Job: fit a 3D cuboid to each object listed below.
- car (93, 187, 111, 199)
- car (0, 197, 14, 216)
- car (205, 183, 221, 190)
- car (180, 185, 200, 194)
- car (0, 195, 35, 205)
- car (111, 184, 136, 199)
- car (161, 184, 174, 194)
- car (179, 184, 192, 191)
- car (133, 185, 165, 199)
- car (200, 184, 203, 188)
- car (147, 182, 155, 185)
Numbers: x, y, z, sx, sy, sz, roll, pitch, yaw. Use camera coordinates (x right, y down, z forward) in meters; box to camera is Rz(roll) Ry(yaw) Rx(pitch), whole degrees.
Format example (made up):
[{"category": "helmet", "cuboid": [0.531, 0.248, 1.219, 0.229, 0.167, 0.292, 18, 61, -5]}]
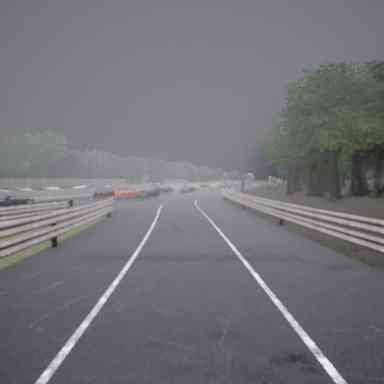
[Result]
[{"category": "car", "cuboid": [-12.924, 0.069, 50.177, 2.097, 1.767, 4.553, 0, 2, 16]}, {"category": "car", "cuboid": [-14.226, 1.358, 20.653, 2.033, 1.411, 5.357, 0, 2, 16]}, {"category": "car", "cuboid": [5.564, -1.315, 88.664, 1.882, 1.535, 5.008, 0, 2, 16]}, {"category": "car", "cuboid": [-0.586, -0.499, 67.525, 2.128, 1.511, 4.902, 0, 2, 16]}, {"category": "car", "cuboid": [-17.926, 0.978, 32.992, 1.895, 1.301, 4.718, 0, 2, 16]}, {"category": "car", "cuboid": [-9.564, 0.082, 49.199, 2.097, 1.767, 4.553, 0, 2, 16]}, {"category": "car", "cuboid": [-5.064, -0.352, 64.662, 1.837, 1.490, 4.892, 0, 2, 16]}, {"category": "car", "cuboid": [-1.713, -1.220, 88.711, 2.128, 1.511, 4.902, 0, 2, 16]}, {"category": "car", "cuboid": [-6.187, 0.233, 48.276, 2.128, 1.511, 4.902, 0, 2, 16]}, {"category": "car", "cuboid": [0.526, -1.109, 83.877, 1.882, 1.535, 5.008, 0, 2, 16]}, {"category": "car", "cuboid": [-7.325, -0.662, 69.423, 2.097, 1.767, 4.553, 0, 2, 16]}]
